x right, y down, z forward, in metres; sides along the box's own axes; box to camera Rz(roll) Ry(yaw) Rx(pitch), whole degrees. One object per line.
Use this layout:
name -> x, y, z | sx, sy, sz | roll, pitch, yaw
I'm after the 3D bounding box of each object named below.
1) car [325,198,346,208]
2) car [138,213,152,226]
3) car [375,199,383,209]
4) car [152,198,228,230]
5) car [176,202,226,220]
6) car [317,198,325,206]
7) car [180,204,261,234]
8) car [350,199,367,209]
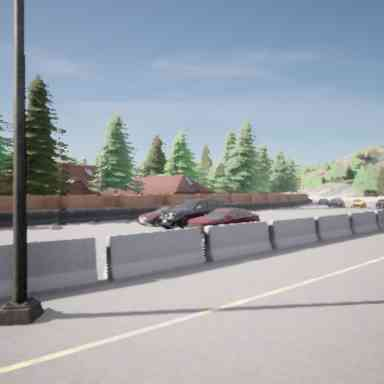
car -> 24.463, 1.748, 56.148 | 2.097, 1.767, 4.553 | -1, -1, 33
car -> -1.866, 1.825, 25.381 | 4.674, 1.442, 1.812 | 0, -1, -42
car -> 28.759, 1.791, 49.947 | 1.837, 1.490, 4.892 | -1, -1, 35
car -> 0.350, 1.470, 22.644 | 5.566, 2.045, 2.150 | 0, -1, -42
car -> 0.958, 1.847, 32.796 | 4.902, 1.511, 2.128 | 0, -1, -45
car -> 25.817, 1.956, 65.117 | 1.882, 1.535, 5.008 | -1, -1, 29
car -> 1.962, 1.677, 19.417 | 5.008, 1.535, 1.882 | 0, -1, -41
car -> 26.472, 1.818, 52.829 | 1.882, 1.535, 5.008 | -1, -1, 34
